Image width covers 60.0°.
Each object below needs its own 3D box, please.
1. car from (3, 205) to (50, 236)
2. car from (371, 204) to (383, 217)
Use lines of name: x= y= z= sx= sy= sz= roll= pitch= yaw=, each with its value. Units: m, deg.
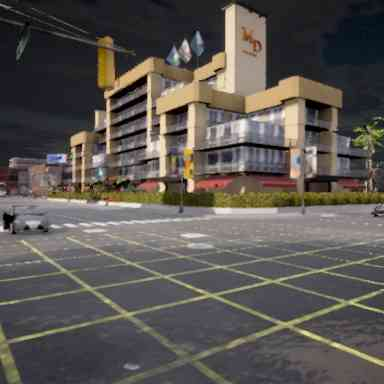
car: x=-9.513 y=1.504 z=18.958 sx=2.128 sy=1.511 sz=4.902 roll=0 pitch=0 yaw=-36
car: x=19.298 y=1.662 z=31.858 sx=5.357 sy=1.411 sz=2.033 roll=0 pitch=0 yaw=-35
